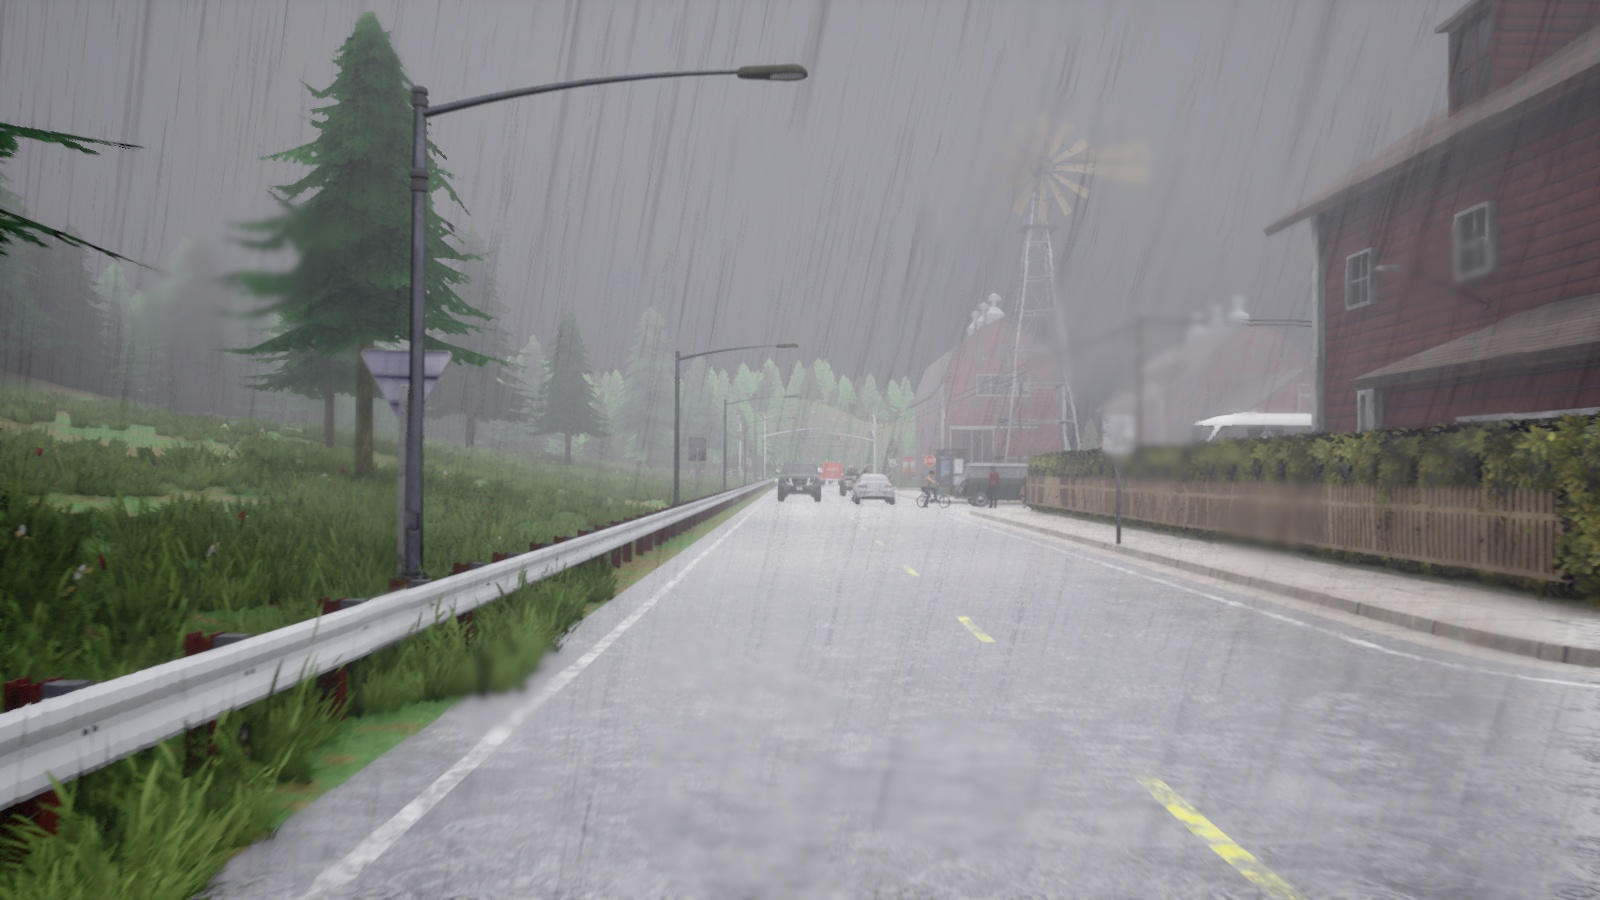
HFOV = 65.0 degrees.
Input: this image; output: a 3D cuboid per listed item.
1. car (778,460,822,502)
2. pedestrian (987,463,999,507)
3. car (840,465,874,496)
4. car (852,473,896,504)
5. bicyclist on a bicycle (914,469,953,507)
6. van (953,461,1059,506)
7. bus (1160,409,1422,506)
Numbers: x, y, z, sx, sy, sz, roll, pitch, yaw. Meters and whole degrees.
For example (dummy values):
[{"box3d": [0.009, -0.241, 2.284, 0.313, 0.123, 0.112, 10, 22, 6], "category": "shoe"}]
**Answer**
[{"box3d": [-0.007, 1.584, 64.558, 2.150, 2.045, 5.566, 0, -1, 0], "category": "car"}, {"box3d": [8.115, 1.460, 52.796, 0.331, 1.846, 0.636, 0, -1, -11], "category": "pedestrian"}, {"box3d": [3.488, 1.893, 77.653, 1.932, 1.855, 4.605, 0, -1, 0], "category": "car"}, {"box3d": [3.493, 1.816, 59.947, 1.812, 1.442, 4.674, 0, -1, 0], "category": "car"}, {"box3d": [5.716, 1.628, 53.847, 1.509, 1.612, 0.866, 0, -1, 20], "category": "bicyclist on a bicycle"}, {"box3d": [9.252, 1.487, 56.517, 4.442, 1.987, 1.775, 0, -1, -2], "category": "van"}, {"box3d": [21.944, 0.359, 56.658, 10.273, 4.253, 3.944, 0, -1, 0], "category": "bus"}]
